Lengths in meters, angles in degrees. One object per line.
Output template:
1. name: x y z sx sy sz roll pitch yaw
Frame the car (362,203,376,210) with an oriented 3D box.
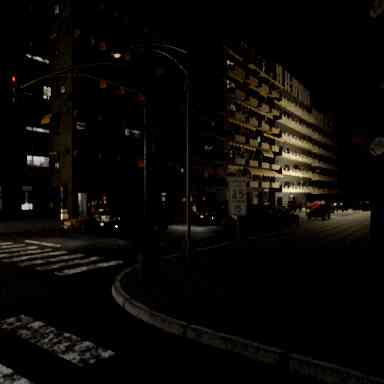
1. car: 36.424 2.970 68.451 1.947 1.339 4.313 -1 -2 35

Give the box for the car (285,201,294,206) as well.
1. car: 13.240 2.444 49.819 1.752 1.417 4.829 -1 -2 35

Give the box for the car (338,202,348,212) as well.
1. car: 25.302 2.625 56.973 2.128 1.511 4.902 0 -1 35

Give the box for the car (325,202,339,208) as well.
1. car: 32.786 3.065 77.824 1.887 1.381 4.507 -1 -2 35

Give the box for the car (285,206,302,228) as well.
1. car: 7.253 2.042 26.654 1.887 1.381 4.507 -1 -2 35

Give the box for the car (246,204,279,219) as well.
1. car: 8.094 2.190 37.874 1.837 1.490 4.892 0 -1 35

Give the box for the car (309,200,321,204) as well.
1. car: 23.062 2.769 63.892 1.887 1.381 4.507 -1 -2 35

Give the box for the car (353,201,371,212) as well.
1. car: 29.939 2.521 59.169 2.192 1.841 5.009 -1 -2 35

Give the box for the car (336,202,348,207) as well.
1. car: 39.270 3.280 87.114 1.947 1.339 4.313 -1 -2 35

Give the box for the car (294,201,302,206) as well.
1. car: 16.578 2.338 54.608 2.192 1.841 5.009 -1 -2 35

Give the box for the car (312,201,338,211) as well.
1. car: 19.422 2.454 48.536 1.837 1.490 4.892 0 -1 35

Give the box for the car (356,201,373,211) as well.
1. car: 33.181 2.621 63.814 2.192 1.841 5.009 -1 -2 35

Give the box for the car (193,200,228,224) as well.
1. car: 2.367 1.727 29.693 2.150 2.045 5.566 0 -1 34

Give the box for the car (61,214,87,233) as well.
1. car: -6.208 1.832 21.952 1.752 1.417 4.829 -1 -2 35

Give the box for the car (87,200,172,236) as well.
1. car: -3.542 1.539 21.224 2.150 2.045 5.566 0 -1 35

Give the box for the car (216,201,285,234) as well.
1. car: 4.010 1.710 22.016 2.192 1.841 5.009 -1 -2 35

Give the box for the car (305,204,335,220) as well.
1. car: 13.735 2.283 35.941 1.802 1.307 4.206 -1 -2 35
